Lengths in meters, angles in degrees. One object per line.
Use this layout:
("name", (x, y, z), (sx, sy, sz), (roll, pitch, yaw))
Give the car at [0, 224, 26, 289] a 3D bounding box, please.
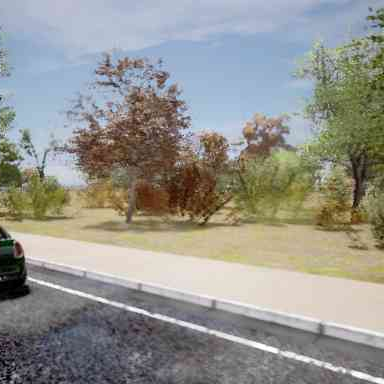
("car", (-6.006, 1.339, 7.978), (4.553, 1.767, 2.097), (0, 0, 36))
